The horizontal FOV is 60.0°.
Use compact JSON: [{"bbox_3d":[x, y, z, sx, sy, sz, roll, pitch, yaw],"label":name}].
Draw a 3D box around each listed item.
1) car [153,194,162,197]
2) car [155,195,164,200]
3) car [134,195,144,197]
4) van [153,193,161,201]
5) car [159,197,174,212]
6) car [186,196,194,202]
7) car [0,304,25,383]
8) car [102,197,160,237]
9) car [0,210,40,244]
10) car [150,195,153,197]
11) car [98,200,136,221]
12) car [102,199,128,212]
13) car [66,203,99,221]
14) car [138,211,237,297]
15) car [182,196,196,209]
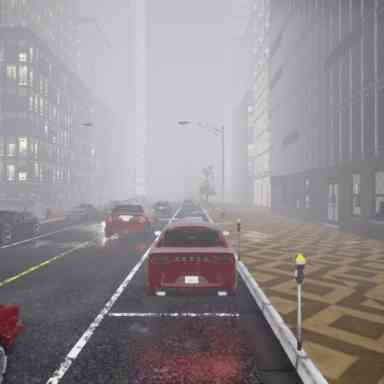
[{"bbox_3d":[-8.832,1.391,78.413,1.967,1.590,4.097,0,0,0],"label":"car"},{"bbox_3d":[-8.832,1.504,89.799,1.947,1.339,4.313,0,0,0],"label":"car"},{"bbox_3d":[-8.833,1.523,49.953,1.887,1.381,4.507,0,0,0],"label":"car"},{"bbox_3d":[-8.831,1.286,84.106,1.690,1.788,3.998,0,0,0],"label":"van"},{"bbox_3d":[-3.048,1.552,35.224,1.994,1.385,4.181,0,0,0],"label":"car"},{"bbox_3d":[-0.452,1.533,78.399,1.802,1.307,4.206,0,0,0],"label":"car"},{"bbox_3d":[-3.050,1.601,2.074,1.895,1.301,4.718,0,0,0],"label":"car"},{"bbox_3d":[-3.145,1.348,17.962,2.097,1.767,4.553,0,0,0],"label":"car"},{"bbox_3d":[-8.833,1.563,15.800,1.947,1.339,4.313,0,0,0],"label":"car"},{"bbox_3d":[-8.832,1.551,61.338,1.802,1.307,4.206,0,0,0],"label":"car"},{"bbox_3d":[-6.244,1.483,28.434,2.128,1.511,4.902,0,0,0],"label":"car"},{"bbox_3d":[-8.833,1.537,38.569,2.008,1.369,4.403,0,0,0],"label":"car"},{"bbox_3d":[-8.832,1.575,27.183,1.802,1.307,4.206,0,0,0],"label":"car"},{"bbox_3d":[-0.006,1.477,8.649,1.882,1.535,5.008,0,0,0],"label":"car"},{"bbox_3d":[-0.452,1.548,44.248,1.947,1.339,4.313,0,0,0],"label":"car"}]
